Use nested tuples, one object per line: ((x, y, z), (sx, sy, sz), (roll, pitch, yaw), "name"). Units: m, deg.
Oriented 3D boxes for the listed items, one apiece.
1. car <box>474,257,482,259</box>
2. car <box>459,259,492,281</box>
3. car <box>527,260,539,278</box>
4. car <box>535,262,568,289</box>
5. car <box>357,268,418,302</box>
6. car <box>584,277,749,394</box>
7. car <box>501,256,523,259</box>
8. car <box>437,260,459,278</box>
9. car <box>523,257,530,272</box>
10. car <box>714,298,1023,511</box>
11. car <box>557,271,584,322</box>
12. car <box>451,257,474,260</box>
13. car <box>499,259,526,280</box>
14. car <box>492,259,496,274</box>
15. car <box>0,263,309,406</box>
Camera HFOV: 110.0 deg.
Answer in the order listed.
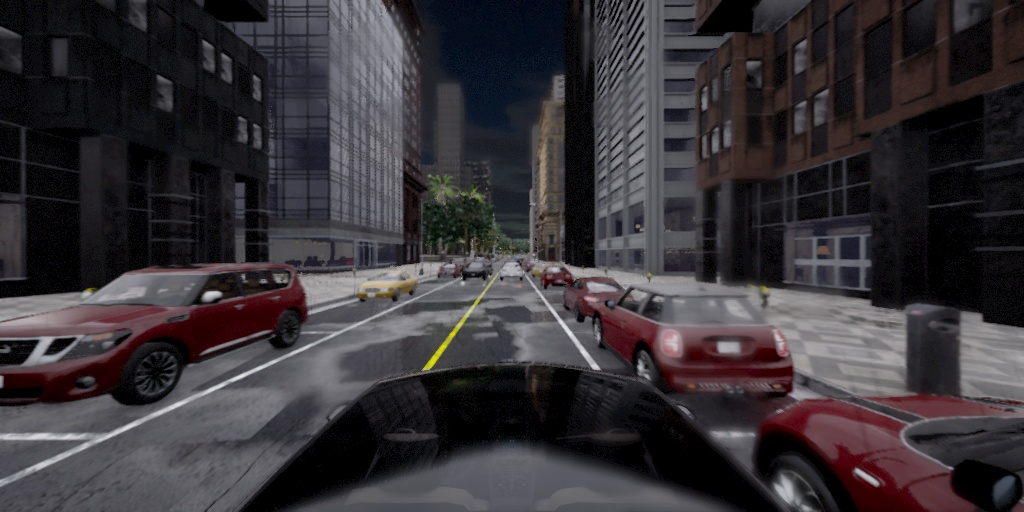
((-5.863, 1.085, 49.888), (2.192, 1.841, 5.009), (0, 0, 0), "car")
((-3.064, 1.234, 30.817), (1.882, 1.535, 5.008), (0, 0, 0), "car")
((2.698, 1.274, 33.790), (1.751, 1.417, 4.829), (0, 0, 0), "car")
((2.721, 1.291, 22.770), (1.888, 1.381, 4.507), (0, 0, 0), "car")
((-5.791, 1.283, 17.163), (1.751, 1.417, 4.829), (0, 0, 0), "car")
((2.757, 1.185, 6.496), (1.967, 1.591, 4.097), (0, 0, 0), "car")
((-0.020, 1.111, 47.305), (2.097, 1.767, 4.553), (0, 0, 0), "car")
((-5.827, 1.343, 33.611), (1.802, 1.307, 4.207), (0, 0, 0), "car")
((2.674, 1.194, 44.470), (1.967, 1.591, 4.097), (0, 0, 0), "car")
((2.768, 1.186, 1.071), (1.967, 1.591, 4.097), (0, 0, 0), "car")
((2.745, 1.327, 11.920), (1.802, 1.307, 4.207), (0, 0, 0), "car")
((-5.839, 1.078, 39.037), (2.192, 1.841, 5.009), (0, 0, 0), "car")
((-0.015, 1.277, 30.666), (1.812, 1.442, 4.674), (0, 0, 0), "car")
((-3.077, 1.324, 39.214), (1.994, 1.385, 4.181), (0, 0, 0), "car")
((-5.768, 1.073, 6.481), (2.192, 1.841, 5.009), (0, 0, 0), "car")
